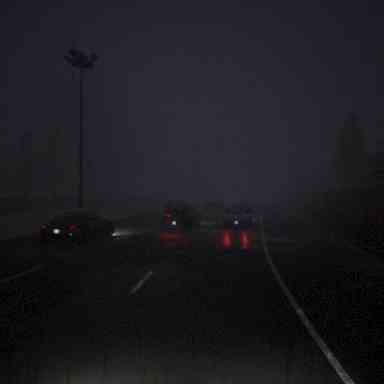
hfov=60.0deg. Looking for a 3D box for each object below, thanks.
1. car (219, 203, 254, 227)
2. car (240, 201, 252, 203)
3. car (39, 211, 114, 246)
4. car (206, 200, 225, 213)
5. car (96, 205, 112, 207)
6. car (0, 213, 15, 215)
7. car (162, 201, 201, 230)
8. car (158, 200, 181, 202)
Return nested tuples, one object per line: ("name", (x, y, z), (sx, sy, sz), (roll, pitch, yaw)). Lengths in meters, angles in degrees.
("car", (3.287, 1.703, 23.723), (1.895, 1.301, 4.718), (0, 0, 11))
("car", (6.709, 1.780, 41.152), (1.895, 1.301, 4.718), (0, 0, 11))
("car", (-5.276, 1.608, 15.733), (1.994, 1.385, 4.181), (0, 0, 9))
("car", (2.885, 1.640, 39.846), (1.882, 1.535, 5.008), (0, 0, 11))
("car", (-11.154, 1.673, 41.982), (2.033, 1.411, 5.357), (0, 0, 11))
("car", (-17.424, 1.405, 28.315), (2.097, 1.767, 4.553), (0, 0, 11))
("car", (-0.598, 1.588, 21.998), (1.837, 1.490, 4.892), (0, 0, 11))
("car", (-1.647, 1.620, 34.930), (2.128, 1.511, 4.902), (0, 0, 11))
